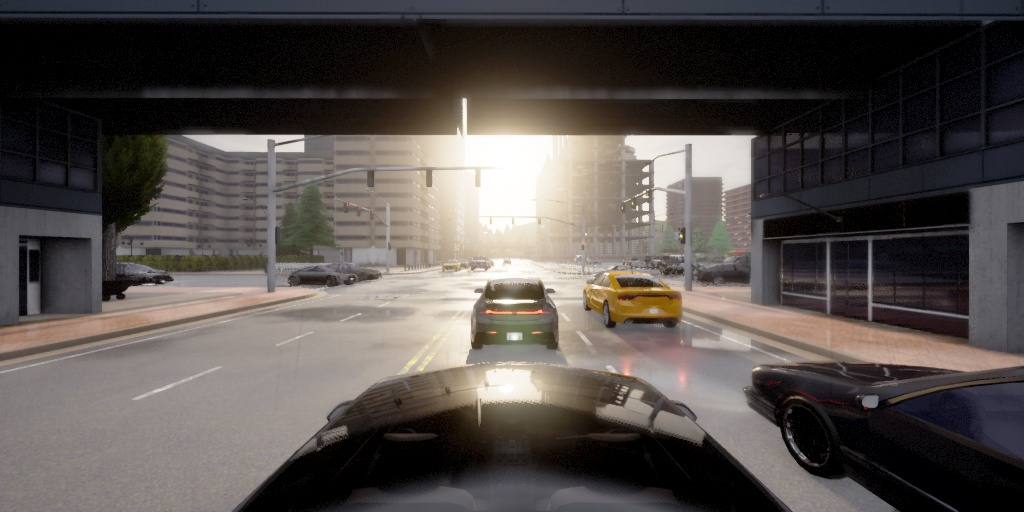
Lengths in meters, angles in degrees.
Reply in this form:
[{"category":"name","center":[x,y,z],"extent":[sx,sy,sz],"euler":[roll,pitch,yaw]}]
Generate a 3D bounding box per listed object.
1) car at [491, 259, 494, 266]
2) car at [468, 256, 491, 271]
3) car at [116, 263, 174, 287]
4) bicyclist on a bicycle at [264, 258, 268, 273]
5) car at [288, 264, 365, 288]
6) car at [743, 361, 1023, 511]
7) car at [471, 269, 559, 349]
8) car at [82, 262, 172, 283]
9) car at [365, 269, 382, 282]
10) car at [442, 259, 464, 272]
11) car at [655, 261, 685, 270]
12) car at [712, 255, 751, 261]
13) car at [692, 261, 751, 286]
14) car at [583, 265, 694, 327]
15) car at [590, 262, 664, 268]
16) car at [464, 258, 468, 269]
[{"category":"car","center":[-4.553,1.241,60.280],"extent":[2.128,1.511,4.902],"euler":[0,0,0]},{"category":"car","center":[-4.508,0.971,50.539],"extent":[2.150,2.045,5.566],"euler":[0,0,0]},{"category":"car","center":[-25.923,1.297,23.905],"extent":[5.357,1.411,2.033],"euler":[0,0,0]},{"category":"bicyclist on a bicycle","center":[-25.997,1.051,38.388],"extent":[0.582,1.620,1.656],"euler":[0,0,0]},{"category":"car","center":[-12.308,1.314,23.462],"extent":[4.181,1.385,1.994],"euler":[0,0,9]},{"category":"car","center":[3.600,1.297,1.668],"extent":[2.033,1.411,5.357],"euler":[0,0,0]},{"category":"car","center":[0.066,1.255,9.124],"extent":[1.837,1.490,4.892],"euler":[0,0,0]},{"category":"car","center":[-29.270,1.254,27.394],"extent":[4.892,1.490,1.837],"euler":[0,0,0]},{"category":"car","center":[-12.977,1.298,27.740],"extent":[5.357,1.411,2.033],"euler":[0,0,-5]},{"category":"car","center":[-7.992,1.228,47.657],"extent":[1.882,1.535,5.008],"euler":[0,0,0]},{"category":"car","center":[16.890,1.351,34.896],"extent":[4.718,1.301,1.895],"euler":[0,0,0]},{"category":"car","center":[19.903,0.971,31.357],"extent":[5.566,2.045,2.150],"euler":[0,0,1]},{"category":"car","center":[14.847,1.255,24.207],"extent":[4.892,1.490,1.837],"euler":[0,0,0]},{"category":"car","center":[3.578,1.228,11.495],"extent":[1.882,1.535,5.008],"euler":[0,0,0]},{"category":"car","center":[8.783,1.351,27.729],"extent":[4.718,1.301,1.895],"euler":[0,0,0]},{"category":"car","center":[-8.044,1.228,57.229],"extent":[1.882,1.535,5.008],"euler":[0,0,0]}]
